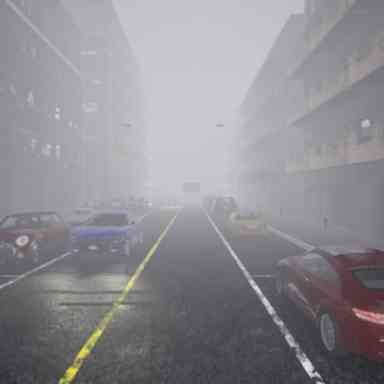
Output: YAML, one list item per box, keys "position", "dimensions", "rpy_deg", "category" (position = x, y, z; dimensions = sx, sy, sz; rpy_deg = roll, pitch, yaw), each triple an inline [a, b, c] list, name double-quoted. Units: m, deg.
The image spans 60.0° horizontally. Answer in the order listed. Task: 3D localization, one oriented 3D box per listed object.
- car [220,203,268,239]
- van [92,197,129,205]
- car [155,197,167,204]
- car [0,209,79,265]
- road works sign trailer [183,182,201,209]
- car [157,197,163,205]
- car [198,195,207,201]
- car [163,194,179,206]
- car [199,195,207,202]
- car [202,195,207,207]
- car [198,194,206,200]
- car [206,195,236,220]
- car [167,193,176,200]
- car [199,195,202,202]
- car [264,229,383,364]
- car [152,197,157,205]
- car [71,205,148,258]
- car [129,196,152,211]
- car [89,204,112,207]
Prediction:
- position: [2.671, 1.520, 17.141]
  dimensions: [1.752, 1.417, 4.829]
  rpy_deg: [-1, 0, 0]
  category: "car"
- position: [-5.682, 1.333, 22.597]
  dimensions: [1.690, 1.788, 3.998]
  rpy_deg: [-1, 0, 0]
  category: "van"
- position: [-5.732, 1.564, 61.812]
  dimensions: [1.802, 1.307, 4.206]
  rpy_deg: [-1, 0, 0]
  category: "car"
- position: [-5.674, 1.436, 11.393]
  dimensions: [1.967, 1.590, 4.097]
  rpy_deg: [-1, 0, 0]
  category: "car"
- position: [-0.020, 0.451, 45.227]
  dimensions: [2.380, 3.560, 2.880]
  rpy_deg: [0, 0, 1]
  category: "road works sign trailer"
- position: [-5.729, 1.565, 56.210]
  dimensions: [1.802, 1.307, 4.206]
  rpy_deg: [-1, 0, 0]
  category: "car"
- position: [2.636, 1.544, 84.196]
  dimensions: [1.947, 1.339, 4.313]
  rpy_deg: [-1, 0, 0]
  category: "car"
- position: [-3.098, 1.475, 54.106]
  dimensions: [2.128, 1.511, 4.902]
  rpy_deg: [0, 0, 0]
  category: "car"
- position: [2.638, 1.504, 78.763]
  dimensions: [1.752, 1.417, 4.829]
  rpy_deg: [-1, 0, 0]
  category: "car"
- position: [2.656, 1.303, 39.379]
  dimensions: [2.192, 1.841, 5.009]
  rpy_deg: [-1, 0, 0]
  category: "car"
- position: [2.631, 1.417, 89.798]
  dimensions: [1.967, 1.590, 4.097]
  rpy_deg: [-1, 0, 0]
  category: "car"
- position: [2.662, 1.306, 28.175]
  dimensions: [2.192, 1.841, 5.009]
  rpy_deg: [-1, 0, 0]
  category: "car"
- position: [-5.753, 1.291, 95.424]
  dimensions: [2.192, 1.841, 5.009]
  rpy_deg: [-1, 0, 0]
  category: "car"
- position: [2.651, 1.300, 50.584]
  dimensions: [2.192, 1.841, 5.009]
  rpy_deg: [-1, 0, 0]
  category: "car"
- position: [2.678, 1.580, 5.767]
  dimensions: [1.802, 1.307, 4.206]
  rpy_deg: [-1, 0, 0]
  category: "car"
- position: [-5.728, 1.538, 39.404]
  dimensions: [2.008, 1.369, 4.403]
  rpy_deg: [-1, 0, 0]
  category: "car"
- position: [-3.107, 1.473, 12.918]
  dimensions: [1.882, 1.535, 5.008]
  rpy_deg: [0, 0, 0]
  category: "car"
- position: [-5.711, 1.304, 33.801]
  dimensions: [2.192, 1.841, 5.009]
  rpy_deg: [-1, 0, 0]
  category: "car"
- position: [-5.676, 1.545, 16.995]
  dimensions: [2.008, 1.369, 4.403]
  rpy_deg: [-1, 0, 0]
  category: "car"
